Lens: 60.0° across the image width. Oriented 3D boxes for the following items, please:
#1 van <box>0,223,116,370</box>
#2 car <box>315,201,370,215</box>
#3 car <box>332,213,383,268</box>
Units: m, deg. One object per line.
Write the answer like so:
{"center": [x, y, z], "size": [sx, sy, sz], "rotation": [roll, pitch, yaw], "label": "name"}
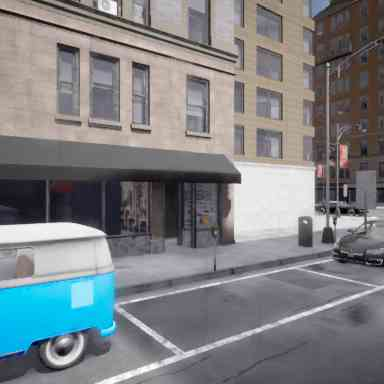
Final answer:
{"center": [-2.957, 1.341, 4.081], "size": [3.998, 1.788, 1.690], "rotation": [0, 0, -35], "label": "van"}
{"center": [13.798, 1.524, 30.922], "size": [1.895, 1.301, 4.718], "rotation": [0, 0, -35], "label": "car"}
{"center": [6.262, 1.551, 10.655], "size": [4.403, 1.369, 2.008], "rotation": [0, 0, -35], "label": "car"}
